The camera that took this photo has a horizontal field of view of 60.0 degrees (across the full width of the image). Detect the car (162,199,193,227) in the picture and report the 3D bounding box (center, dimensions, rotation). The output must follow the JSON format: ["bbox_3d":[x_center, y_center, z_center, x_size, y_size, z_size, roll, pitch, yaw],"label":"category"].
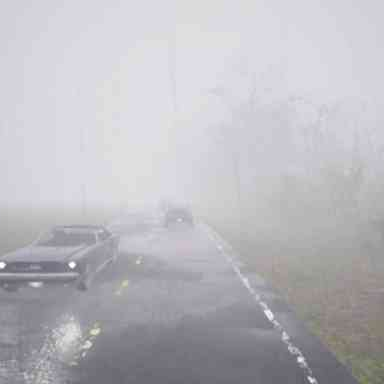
[{"bbox_3d":[-0.973,1.515,23.205,1.837,1.490,4.892,0,0,-5],"label":"car"}]

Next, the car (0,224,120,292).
[{"bbox_3d":[-3.302,1.607,9.089,1.895,1.301,4.718,0,0,-2],"label":"car"}]

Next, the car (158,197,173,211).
[{"bbox_3d":[-3.150,1.369,41.708,2.097,1.767,4.553,0,0,-8],"label":"car"}]
